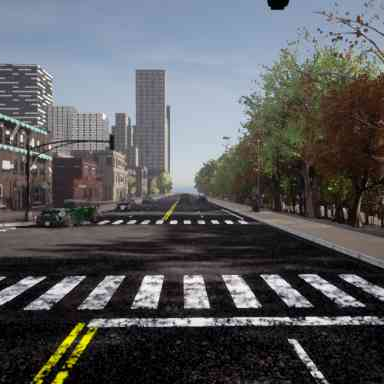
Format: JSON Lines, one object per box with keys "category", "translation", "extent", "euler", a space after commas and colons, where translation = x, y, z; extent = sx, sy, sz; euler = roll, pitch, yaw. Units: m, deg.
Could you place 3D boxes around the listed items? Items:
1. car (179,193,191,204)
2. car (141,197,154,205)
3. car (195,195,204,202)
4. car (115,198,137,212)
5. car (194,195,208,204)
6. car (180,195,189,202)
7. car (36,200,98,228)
{"category": "car", "translation": [-1.376, 1.197, 63.643], "extent": [2.150, 2.045, 5.566], "euler": [0, 0, -1]}
{"category": "car", "translation": [-7.958, 1.525, 60.071], "extent": [2.033, 1.411, 5.357], "euler": [0, 0, -1]}
{"category": "car", "translation": [1.555, 1.471, 72.970], "extent": [1.837, 1.490, 4.892], "euler": [0, 0, -1]}
{"category": "car", "translation": [-7.484, 1.478, 38.124], "extent": [2.128, 1.511, 4.902], "euler": [0, 0, -1]}
{"category": "car", "translation": [1.891, 1.454, 62.864], "extent": [1.882, 1.535, 5.008], "euler": [0, 0, -1]}
{"category": "car", "translation": [-1.703, 1.447, 74.225], "extent": [1.882, 1.535, 5.008], "euler": [0, 0, -1]}
{"category": "car", "translation": [-8.274, 1.347, 22.432], "extent": [2.097, 1.767, 4.553], "euler": [0, 0, 14]}
